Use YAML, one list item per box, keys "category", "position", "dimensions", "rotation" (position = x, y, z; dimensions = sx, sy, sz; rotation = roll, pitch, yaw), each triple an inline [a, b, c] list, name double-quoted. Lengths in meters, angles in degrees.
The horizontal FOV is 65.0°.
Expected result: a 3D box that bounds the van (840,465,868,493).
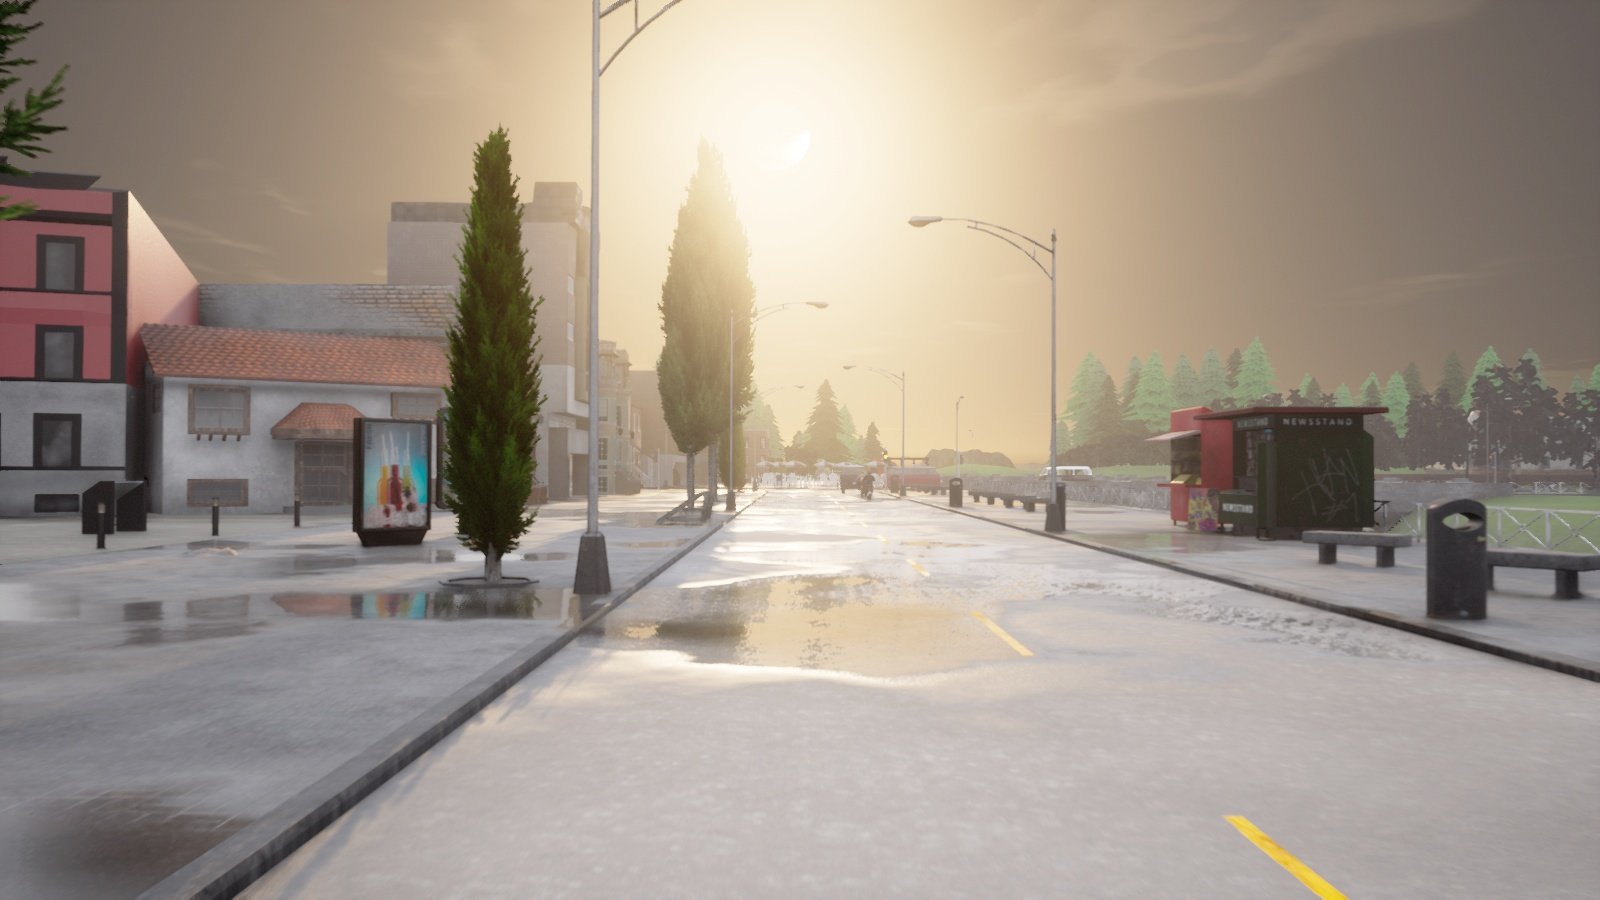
- category: "van"
  position: [3.768, 2.042, 88.967]
  dimensions: [1.775, 1.987, 4.442]
  rotation: [0, -1, 0]
